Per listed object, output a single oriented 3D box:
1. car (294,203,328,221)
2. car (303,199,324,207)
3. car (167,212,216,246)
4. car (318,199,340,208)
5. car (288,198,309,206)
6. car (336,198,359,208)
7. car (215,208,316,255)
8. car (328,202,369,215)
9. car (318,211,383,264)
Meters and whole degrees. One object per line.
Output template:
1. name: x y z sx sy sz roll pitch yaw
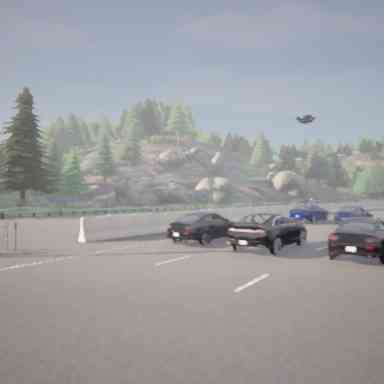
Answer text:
1. car: 9.945 1.760 28.139 1.882 1.535 5.008 -1 -1 41
2. car: 24.255 2.189 66.507 4.674 1.442 1.812 0 -1 -40
3. car: 0.681 1.702 16.403 1.812 1.442 4.674 -1 -1 37
4. car: 26.346 2.130 63.689 4.892 1.490 1.837 0 -1 -40
5. car: 22.223 2.055 69.364 4.553 1.767 2.097 0 -1 -40
6. car: 28.618 1.952 61.050 4.553 1.767 2.097 1 -1 -39
7. car: 3.301 1.639 14.067 2.128 1.511 4.902 -1 -1 37
8. car: 12.399 1.776 25.633 1.812 1.442 4.674 -1 -1 41
9. car: 6.398 1.646 12.360 1.812 1.442 4.674 -1 -1 37
